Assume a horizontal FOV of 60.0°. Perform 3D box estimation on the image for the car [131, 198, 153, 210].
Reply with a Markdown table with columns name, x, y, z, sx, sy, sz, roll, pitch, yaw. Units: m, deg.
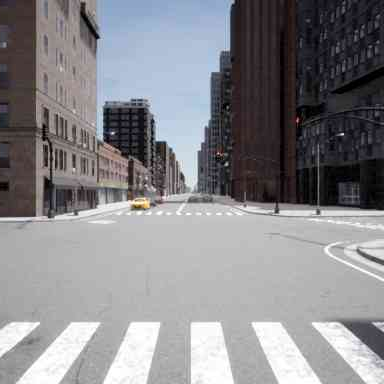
| name | x | y | z | sx | sy | sz | roll | pitch | yaw |
| --- | --- | --- | --- | --- | --- | --- | --- | --- | --- |
| car | -6.514 | 1.486 | 42.186 | 1.882 | 1.535 | 5.008 | 0 | 0 | 0 |

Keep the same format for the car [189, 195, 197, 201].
| name | x | y | z | sx | sy | sz | roll | pitch | yaw |
| --- | --- | --- | --- | --- | --- | --- | --- | --- | --- |
| car | 0.163 | 1.558 | 82.119 | 1.994 | 1.385 | 4.181 | 0 | 0 | 0 |

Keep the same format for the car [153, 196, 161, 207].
| name | x | y | z | sx | sy | sz | roll | pitch | yaw |
| --- | --- | --- | --- | --- | --- | --- | --- | --- | --- |
| car | -6.481 | 1.575 | 51.436 | 1.994 | 1.385 | 4.181 | 0 | 0 | 1 |

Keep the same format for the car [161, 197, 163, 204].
| name | x | y | z | sx | sy | sz | roll | pitch | yaw |
| --- | --- | --- | --- | --- | --- | --- | --- | --- | --- |
| car | -6.440 | 1.489 | 61.857 | 1.882 | 1.535 | 5.008 | 0 | 0 | 0 |

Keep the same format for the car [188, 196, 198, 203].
| name | x | y | z | sx | sy | sz | roll | pitch | yaw |
| --- | --- | --- | --- | --- | --- | --- | --- | --- | --- |
| car | 0.166 | 1.528 | 71.805 | 2.128 | 1.511 | 4.902 | 0 | 0 | 0 |

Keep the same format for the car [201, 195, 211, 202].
| name | x | y | z | sx | sy | sz | roll | pitch | yaw |
| --- | --- | --- | --- | --- | --- | --- | --- | --- | --- |
| car | 3.412 | 1.501 | 81.372 | 2.128 | 1.511 | 4.902 | 0 | 0 | 0 |

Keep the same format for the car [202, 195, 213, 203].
| name | x | y | z | sx | sy | sz | roll | pitch | yaw |
| --- | --- | --- | --- | --- | --- | --- | --- | --- | --- |
| car | 3.391 | 1.533 | 70.952 | 2.128 | 1.511 | 4.902 | 0 | 0 | 0 |
